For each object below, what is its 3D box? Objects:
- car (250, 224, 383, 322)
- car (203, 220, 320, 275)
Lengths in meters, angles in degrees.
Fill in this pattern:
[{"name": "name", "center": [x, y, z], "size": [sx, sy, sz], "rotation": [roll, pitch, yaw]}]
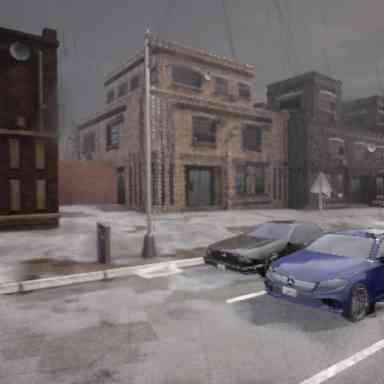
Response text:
[{"name": "car", "center": [3.668, 1.574, 7.456], "size": [4.674, 1.442, 1.812], "rotation": [0, 0, -36]}, {"name": "car", "center": [2.931, 1.603, 10.370], "size": [5.357, 1.411, 2.033], "rotation": [0, 0, -36]}]
